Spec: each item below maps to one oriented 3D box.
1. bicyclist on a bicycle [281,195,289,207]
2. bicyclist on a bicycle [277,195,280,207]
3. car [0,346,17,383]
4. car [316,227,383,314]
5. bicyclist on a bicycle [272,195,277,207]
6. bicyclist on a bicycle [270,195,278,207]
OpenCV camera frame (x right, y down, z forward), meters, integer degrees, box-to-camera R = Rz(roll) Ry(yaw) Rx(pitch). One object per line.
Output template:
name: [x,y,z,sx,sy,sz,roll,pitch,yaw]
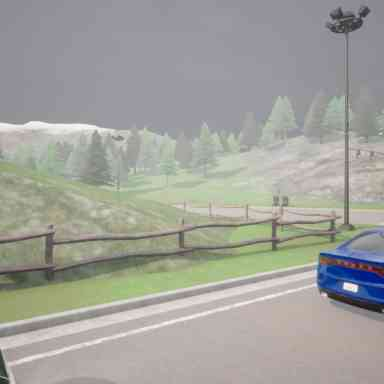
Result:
bicyclist on a bicycle: [13.284,1.301,46.669,0.582,1.620,1.656,0,0,35]
bicyclist on a bicycle: [12.919,1.301,46.924,0.582,1.620,1.656,0,0,35]
car: [-3.269,1.352,1.480,4.553,1.767,2.097,0,0,-35]
car: [4.762,1.477,7.082,5.008,1.535,1.882,0,0,-34]
bicyclist on a bicycle: [12.185,1.301,47.430,0.582,1.620,1.656,0,0,34]
bicyclist on a bicycle: [11.818,1.301,47.681,0.582,1.620,1.656,0,0,34]
